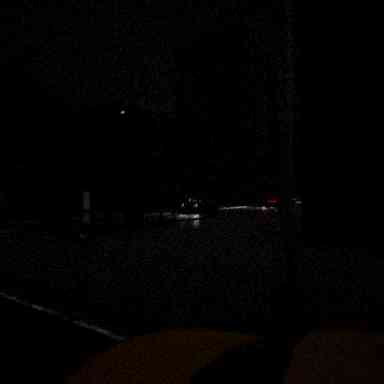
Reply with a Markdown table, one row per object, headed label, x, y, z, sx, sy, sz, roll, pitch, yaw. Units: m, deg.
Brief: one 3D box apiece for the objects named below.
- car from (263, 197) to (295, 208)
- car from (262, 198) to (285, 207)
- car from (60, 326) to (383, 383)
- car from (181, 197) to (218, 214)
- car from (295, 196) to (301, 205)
| label | x | y | z | sx | sy | sz | roll | pitch | yaw |
| --- | --- | --- | --- | --- | --- | --- | --- | --- | --- |
| car | 11.700 | 1.393 | 44.832 | 2.128 | 1.511 | 4.902 | 0 | 0 | 36 |
| car | 12.535 | 1.542 | 50.836 | 1.895 | 1.301 | 4.718 | 0 | 0 | 35 |
| car | 1.029 | 1.525 | 2.082 | 4.829 | 1.417 | 1.752 | 0 | 0 | 35 |
| car | 0.828 | 1.302 | 34.486 | 2.097 | 1.767 | 4.553 | 0 | 0 | 35 |
| car | 17.685 | 1.373 | 53.351 | 2.128 | 1.511 | 4.902 | 0 | 0 | 35 |
